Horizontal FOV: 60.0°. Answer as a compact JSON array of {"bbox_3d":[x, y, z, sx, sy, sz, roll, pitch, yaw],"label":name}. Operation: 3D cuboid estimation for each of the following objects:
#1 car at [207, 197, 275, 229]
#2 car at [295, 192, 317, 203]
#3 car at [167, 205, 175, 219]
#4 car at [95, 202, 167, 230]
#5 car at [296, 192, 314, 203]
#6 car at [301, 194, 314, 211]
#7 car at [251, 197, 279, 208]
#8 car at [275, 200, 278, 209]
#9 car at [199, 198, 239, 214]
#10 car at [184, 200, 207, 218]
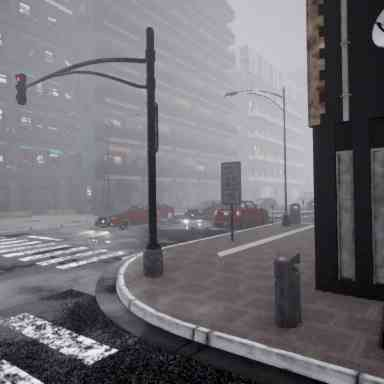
[{"bbox_3d":[3.012,1.201,19.740,1.967,1.590,4.097,-1,0,36],"label":"car"},{"bbox_3d":[19.478,0.932,56.793,2.192,1.841,5.009,-1,0,36],"label":"car"},{"bbox_3d":[-3.204,1.459,25.779,1.887,1.381,4.507,-1,0,36],"label":"car"},{"bbox_3d":[-3.843,1.466,20.358,1.994,1.385,4.181,-1,0,36],"label":"car"},{"bbox_3d":[16.620,0.639,48.319,2.097,1.767,4.553,-1,0,36],"label":"car"},{"bbox_3d":[12.923,1.196,33.542,1.947,1.339,4.313,-1,0,36],"label":"car"},{"bbox_3d":[9.482,1.312,43.053,1.947,1.339,4.313,-1,0,36],"label":"car"},{"bbox_3d":[7.624,1.296,36.104,2.033,1.411,5.357,-1,0,36],"label":"car"},{"bbox_3d":[2.814,1.385,33.893,2.008,1.369,4.403,-1,0,36],"label":"car"},{"bbox_3d":[1.588,1.376,27.820,2.033,1.411,5.357,-1,0,36],"label":"car"}]
